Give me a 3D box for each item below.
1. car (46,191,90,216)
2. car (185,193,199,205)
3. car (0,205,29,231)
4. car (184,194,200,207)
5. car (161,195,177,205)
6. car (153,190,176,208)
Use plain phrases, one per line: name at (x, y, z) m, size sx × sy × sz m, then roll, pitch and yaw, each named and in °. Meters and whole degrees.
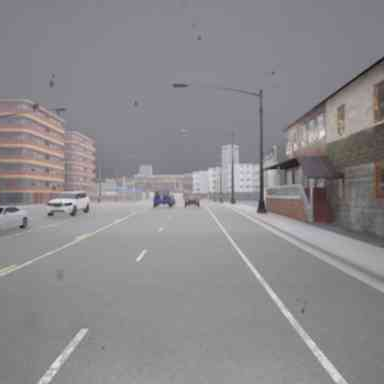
car at (-10.539, 0.934, 28.791) m, size 2.150 × 2.045 × 5.566 m, roll 0°, pitch 1°, yaw 0°
car at (0.005, 1.072, 51.671) m, size 2.097 × 1.767 × 4.553 m, roll 0°, pitch -1°, yaw 0°
car at (-10.591, 1.436, 18.072) m, size 1.812 × 1.442 × 4.674 m, roll 0°, pitch 1°, yaw 0°
car at (0.003, 1.203, 41.716) m, size 1.895 × 1.301 × 4.718 m, roll 0°, pitch 0°, yaw 0°
car at (-3.495, 1.223, 51.698) m, size 2.128 × 1.511 × 4.902 m, roll 0°, pitch -1°, yaw 0°
car at (-3.498, 0.832, 41.008) m, size 2.150 × 2.045 × 5.566 m, roll 0°, pitch 0°, yaw 0°
